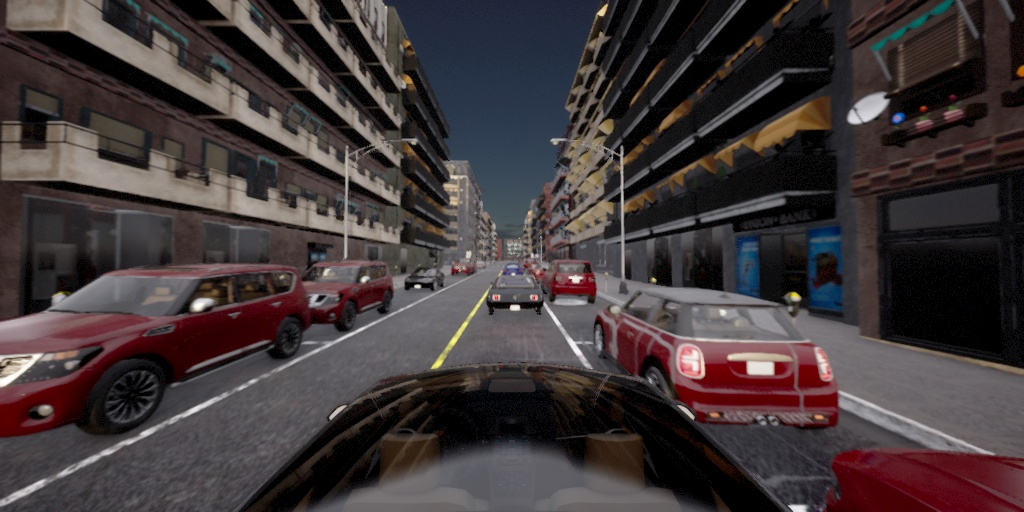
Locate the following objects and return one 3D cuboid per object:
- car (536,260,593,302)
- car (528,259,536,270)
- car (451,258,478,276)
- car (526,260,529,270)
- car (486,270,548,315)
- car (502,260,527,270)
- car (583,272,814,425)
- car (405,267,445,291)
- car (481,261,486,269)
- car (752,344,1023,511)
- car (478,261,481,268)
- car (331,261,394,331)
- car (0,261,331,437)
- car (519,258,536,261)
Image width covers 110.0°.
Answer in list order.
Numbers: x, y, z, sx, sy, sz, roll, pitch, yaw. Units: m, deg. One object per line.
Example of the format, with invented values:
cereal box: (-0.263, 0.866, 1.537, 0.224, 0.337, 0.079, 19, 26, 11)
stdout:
car: (2.534, 1.091, 16.739, 2.192, 1.841, 5.009, 0, 0, 0)
car: (2.535, 1.243, 27.802, 1.967, 1.591, 4.097, 0, 0, 0)
car: (-5.313, 1.152, 38.920, 2.192, 1.841, 5.009, 0, 0, 0)
car: (2.535, 1.419, 38.864, 1.802, 1.307, 4.207, 0, 0, 0)
car: (0.102, 1.371, 13.695, 1.895, 1.301, 4.718, 0, 0, 0)
car: (0.103, 1.339, 31.317, 1.812, 1.442, 4.674, 0, 0, 0)
car: (2.575, 1.196, 5.678, 1.967, 1.591, 4.097, 0, 0, 0)
car: (-5.314, 1.354, 22.331, 1.948, 1.339, 4.313, 0, 0, 0)
car: (-5.312, 1.512, 61.044, 1.802, 1.307, 4.207, 0, 0, 0)
car: (2.568, 1.293, 0.147, 1.888, 1.381, 4.507, 0, 0, 0)
car: (-5.313, 1.403, 44.451, 1.888, 1.381, 4.507, 0, 0, 0)
car: (-5.314, 1.080, 11.269, 2.192, 1.841, 5.009, 0, 0, 0)
car: (-5.315, 1.071, 5.739, 2.192, 1.841, 5.009, 0, 0, 0)
car: (2.536, 1.195, 49.926, 2.192, 1.841, 5.009, 0, 0, 0)
